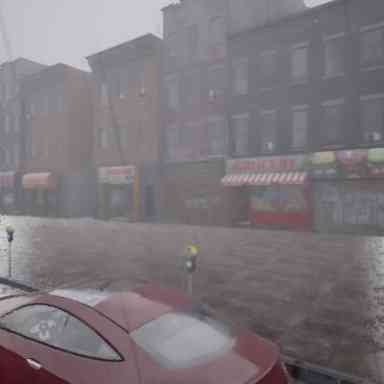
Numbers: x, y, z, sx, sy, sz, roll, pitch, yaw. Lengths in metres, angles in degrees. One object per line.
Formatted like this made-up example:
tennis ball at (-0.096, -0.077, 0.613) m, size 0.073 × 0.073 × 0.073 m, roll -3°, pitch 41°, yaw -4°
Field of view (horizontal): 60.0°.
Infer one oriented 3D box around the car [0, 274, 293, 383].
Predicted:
car at (-1.072, 1.591, 3.574) m, size 4.206 × 1.307 × 1.802 m, roll 0°, pitch 0°, yaw 36°
